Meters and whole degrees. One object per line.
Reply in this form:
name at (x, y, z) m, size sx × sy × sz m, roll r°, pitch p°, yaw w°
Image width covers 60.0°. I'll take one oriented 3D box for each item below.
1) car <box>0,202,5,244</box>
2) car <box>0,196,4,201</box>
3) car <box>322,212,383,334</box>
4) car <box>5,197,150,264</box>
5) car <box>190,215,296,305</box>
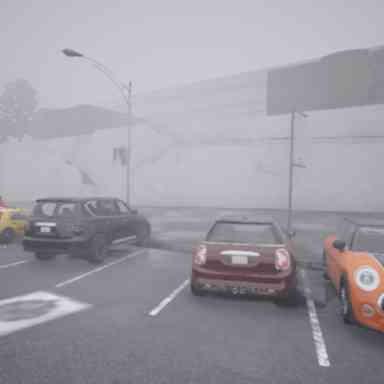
car at (-8.239, 1.429, 15.572) m, size 1.946 × 1.575 × 5.366 m, roll 0°, pitch -1°, yaw 16°
car at (-13.169, 1.174, 18.851) m, size 2.435 × 2.045 × 5.566 m, roll 1°, pitch -1°, yaw 15°
car at (3.944, 1.359, 6.711) m, size 2.185 × 1.767 × 4.553 m, roll 1°, pitch 0°, yaw 15°
car at (-3.397, 1.192, 11.939) m, size 2.435 × 2.045 × 5.566 m, roll 0°, pitch -1°, yaw 16°
car at (1.477, 1.342, 8.394) m, size 2.185 × 1.767 × 4.553 m, roll 0°, pitch -1°, yaw 16°
